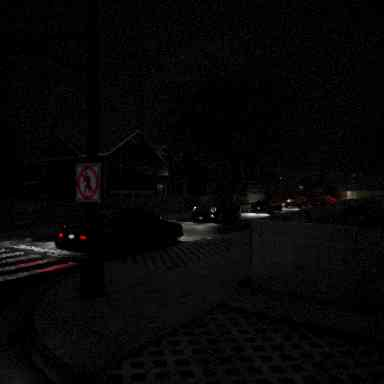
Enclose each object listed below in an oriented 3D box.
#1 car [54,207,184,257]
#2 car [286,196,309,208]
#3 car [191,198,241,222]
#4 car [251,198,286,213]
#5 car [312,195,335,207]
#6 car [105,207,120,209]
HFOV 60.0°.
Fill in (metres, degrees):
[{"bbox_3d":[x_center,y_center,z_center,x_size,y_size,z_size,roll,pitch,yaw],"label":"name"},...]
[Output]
[{"bbox_3d":[-2.516,1.486,12.889,2.033,1.411,5.357,0,1,34],"label":"car"},{"bbox_3d":[13.022,1.197,41.117,1.812,1.442,4.674,0,1,34],"label":"car"},{"bbox_3d":[1.857,1.187,24.671,2.097,1.767,4.553,0,1,34],"label":"car"},{"bbox_3d":[7.395,1.319,32.869,1.994,1.385,4.181,0,1,35],"label":"car"},{"bbox_3d":[16.085,1.145,40.521,1.882,1.535,5.008,0,1,35],"label":"car"},{"bbox_3d":[-3.654,1.460,16.469,2.033,1.411,5.357,0,1,34],"label":"car"}]
